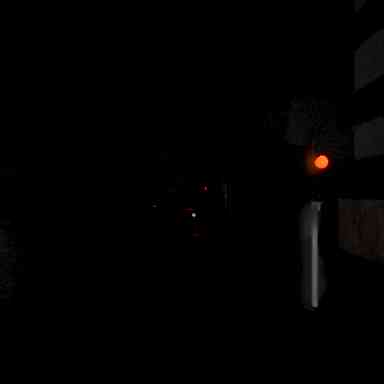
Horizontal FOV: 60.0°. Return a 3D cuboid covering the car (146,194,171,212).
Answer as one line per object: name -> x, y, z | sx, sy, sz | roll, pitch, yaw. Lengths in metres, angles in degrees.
car -> -4.133, 1.221, 39.613 | 2.150, 2.045, 5.566 | 0, 0, 0

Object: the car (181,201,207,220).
car -> 0.163, 1.504, 27.957 | 1.837, 1.490, 4.892 | 1, 0, 0

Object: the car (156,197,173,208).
car -> -4.114, 1.547, 50.256 | 2.033, 1.411, 5.357 | 0, 0, 1
